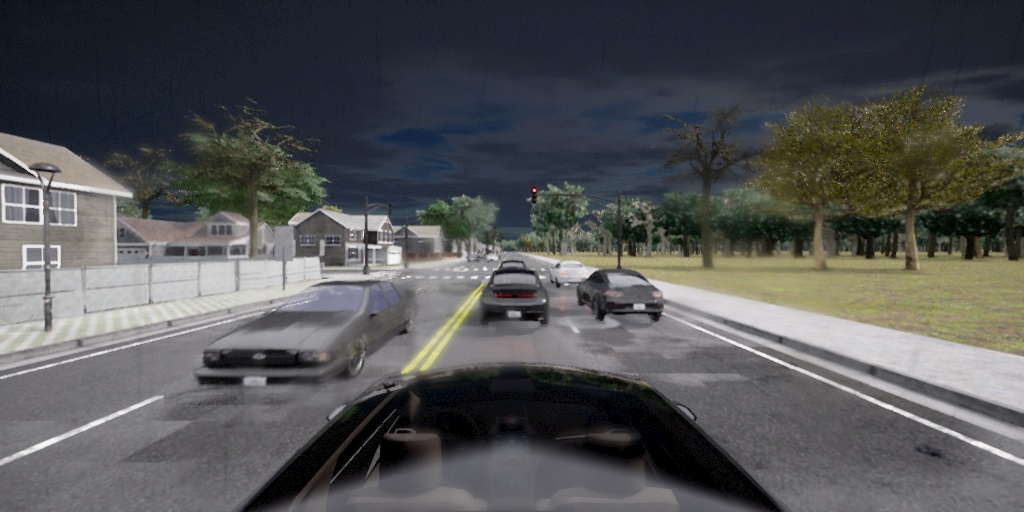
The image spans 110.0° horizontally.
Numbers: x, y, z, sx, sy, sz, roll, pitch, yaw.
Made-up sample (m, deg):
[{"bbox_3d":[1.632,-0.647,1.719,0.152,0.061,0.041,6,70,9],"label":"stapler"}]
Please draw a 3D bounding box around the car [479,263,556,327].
[{"bbox_3d":[0.083,1.119,10.953,1.837,1.490,4.892,0,1,0],"label":"car"}]

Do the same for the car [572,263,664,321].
[{"bbox_3d":[3.333,1.130,11.655,1.812,1.442,4.674,0,1,0],"label":"car"}]

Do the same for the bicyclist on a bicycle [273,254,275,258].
[{"bbox_3d":[-24.640,0.567,37.374,0.582,1.620,1.656,0,1,0],"label":"bicyclist on a bicycle"}]

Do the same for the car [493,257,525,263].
[{"bbox_3d":[0.056,0.980,20.479,1.837,1.490,4.892,0,1,0],"label":"car"}]

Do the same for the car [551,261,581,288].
[{"bbox_3d":[3.309,0.996,20.809,1.812,1.442,4.674,0,1,0],"label":"car"}]

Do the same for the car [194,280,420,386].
[{"bbox_3d":[-3.346,1.215,7.334,2.033,1.411,5.357,0,1,0],"label":"car"}]

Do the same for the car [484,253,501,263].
[{"bbox_3d":[-3.304,0.384,61.183,1.812,1.442,4.674,0,1,0],"label":"car"}]

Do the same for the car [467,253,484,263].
[{"bbox_3d":[-6.553,0.348,61.294,2.128,1.511,4.902,0,1,0],"label":"car"}]
